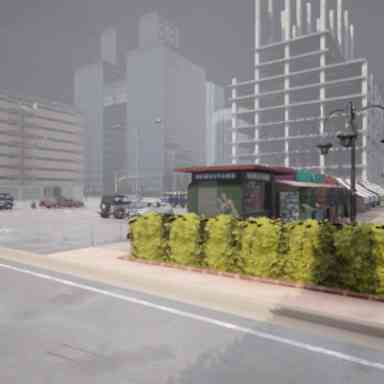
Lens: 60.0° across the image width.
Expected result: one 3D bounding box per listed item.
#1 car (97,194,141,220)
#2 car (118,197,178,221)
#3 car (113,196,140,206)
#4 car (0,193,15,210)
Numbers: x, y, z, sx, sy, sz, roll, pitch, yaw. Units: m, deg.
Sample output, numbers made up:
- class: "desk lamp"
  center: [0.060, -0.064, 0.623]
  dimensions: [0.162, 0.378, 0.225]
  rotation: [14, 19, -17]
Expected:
- class: "car"
  center: [-5.514, 1.119, 26.021]
  dimensions: [1.905, 1.878, 3.866]
  rotation: [0, 0, 34]
- class: "car"
  center: [-3.122, 1.364, 24.391]
  dimensions: [1.970, 1.475, 3.806]
  rotation: [0, 0, 34]
- class: "car"
  center: [-9.776, 1.325, 49.935]
  dimensions: [1.970, 1.475, 3.806]
  rotation: [0, 0, 34]
- class: "car"
  center: [-21.795, 1.083, 36.976]
  dimensions: [1.905, 1.878, 3.866]
  rotation: [0, 0, 34]
